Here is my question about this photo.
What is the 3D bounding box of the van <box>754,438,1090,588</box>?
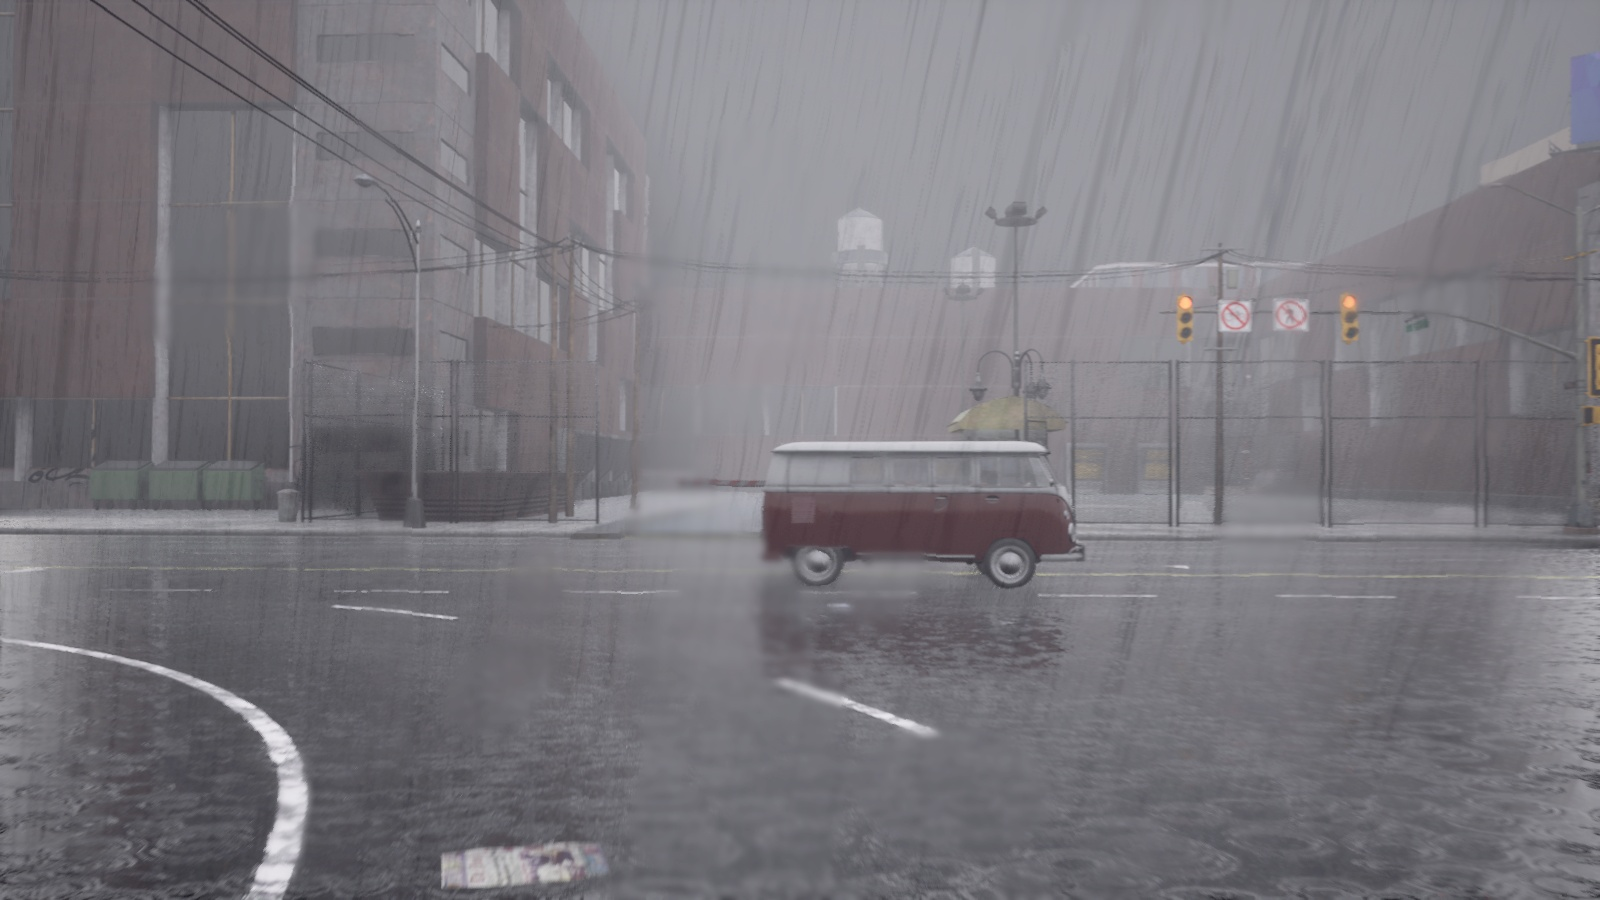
[{"bbox_3d":[1.643,0.855,17.615,4.442,1.987,1.775,0,-1,2],"label":"van"}]
